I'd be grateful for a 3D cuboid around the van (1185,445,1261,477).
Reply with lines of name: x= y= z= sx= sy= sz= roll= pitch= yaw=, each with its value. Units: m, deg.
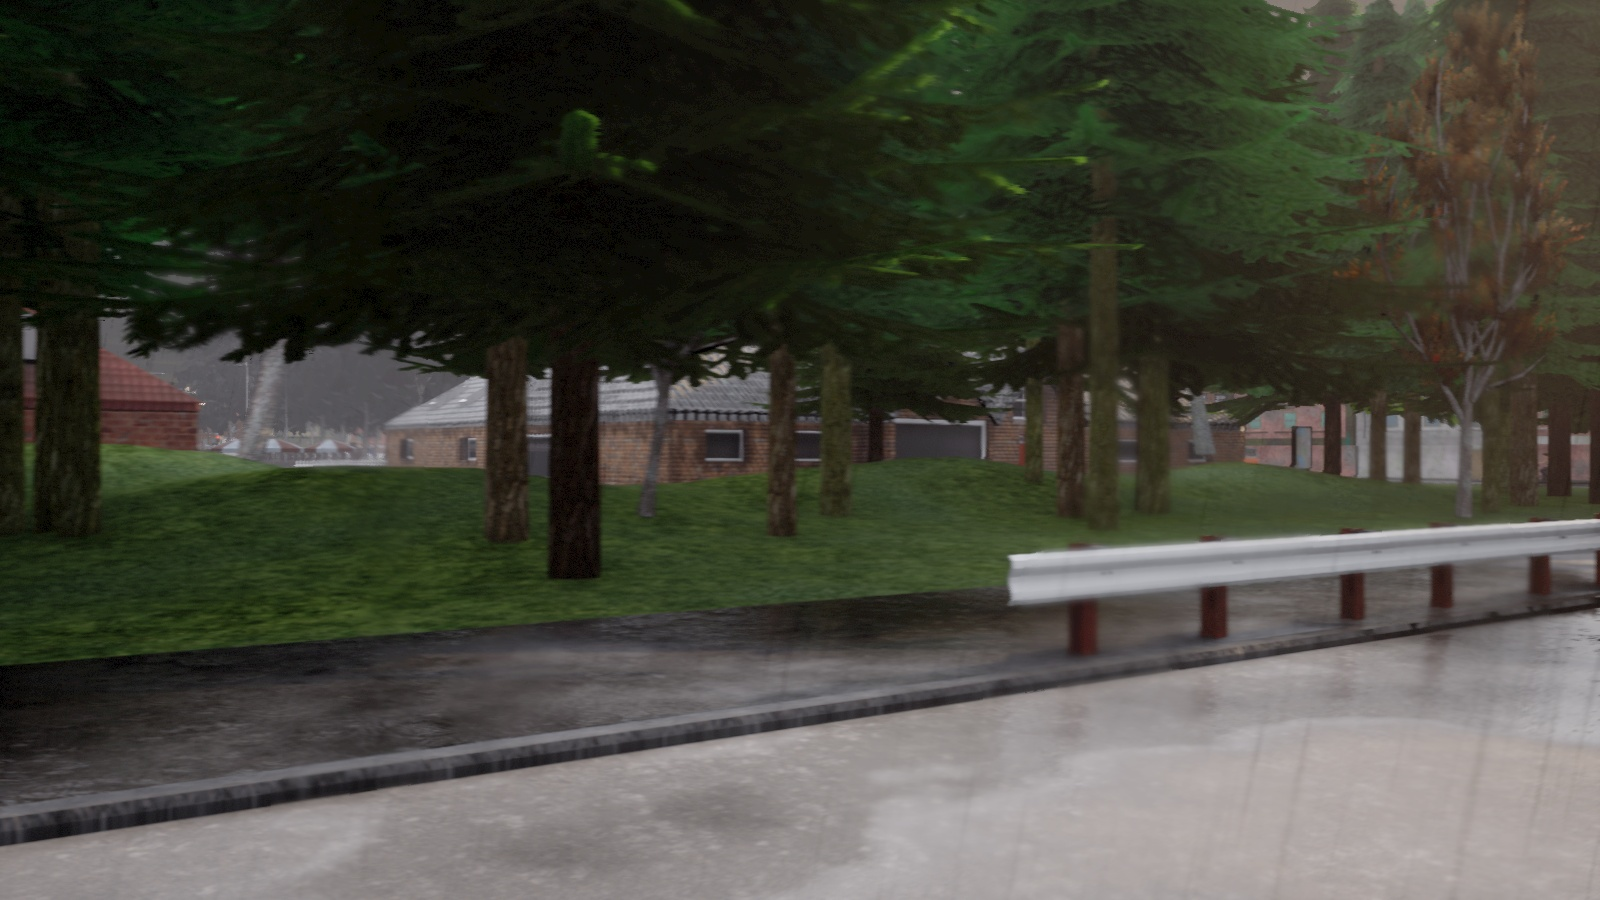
van: x=26.997 y=0.676 z=80.291 sx=1.775 sy=1.987 sz=4.442 roll=0 pitch=0 yaw=-35
